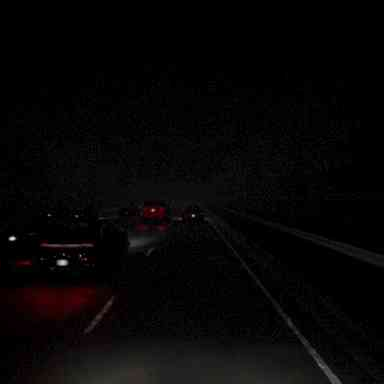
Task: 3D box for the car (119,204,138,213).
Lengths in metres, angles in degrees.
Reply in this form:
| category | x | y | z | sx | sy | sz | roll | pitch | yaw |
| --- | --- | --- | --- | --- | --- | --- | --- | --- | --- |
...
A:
| category | x | y | z | sx | sy | sz | roll | pitch | yaw |
| --- | --- | --- | --- | --- | --- | --- | --- | --- | --- |
| car | -6.894 | 2.071 | 37.399 | 1.882 | 1.535 | 5.008 | 0 | -1 | 0 |

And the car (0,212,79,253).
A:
| category | x | y | z | sx | sy | sz | roll | pitch | yaw |
| --- | --- | --- | --- | --- | --- | --- | --- | --- | --- |
| car | -6.899 | 1.801 | 14.825 | 1.994 | 1.385 | 4.181 | 0 | -1 | 0 |

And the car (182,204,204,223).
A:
| category | x | y | z | sx | sy | sz | roll | pitch | yaw |
| --- | --- | --- | --- | --- | --- | --- | --- | --- | --- |
| car | 0.103 | 2.050 | 30.645 | 1.994 | 1.385 | 4.181 | 0 | -1 | 0 |

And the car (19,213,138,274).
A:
| category | x | y | z | sx | sy | sz | roll | pitch | yaw |
| --- | --- | --- | --- | --- | --- | --- | --- | --- | --- |
| car | -3.398 | 1.671 | 11.155 | 2.128 | 1.511 | 4.902 | 0 | -1 | 0 |

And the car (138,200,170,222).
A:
| category | x | y | z | sx | sy | sz | roll | pitch | yaw |
| --- | --- | --- | --- | --- | --- | --- | --- | --- | --- |
| car | -3.397 | 1.726 | 31.678 | 2.150 | 2.045 | 5.566 | 0 | -1 | 0 |

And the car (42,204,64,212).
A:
| category | x | y | z | sx | sy | sz | roll | pitch | yaw |
| --- | --- | --- | --- | --- | --- | --- | --- | --- | --- |
| car | -13.897 | 2.057 | 34.690 | 1.837 | 1.490 | 4.892 | 0 | 0 | 0 |

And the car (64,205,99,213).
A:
| category | x | y | z | sx | sy | sz | roll | pitch | yaw |
| --- | --- | --- | --- | --- | --- | --- | --- | --- | --- |
| car | -10.399 | 2.037 | 32.237 | 1.812 | 1.442 | 4.674 | 0 | -1 | 0 |
